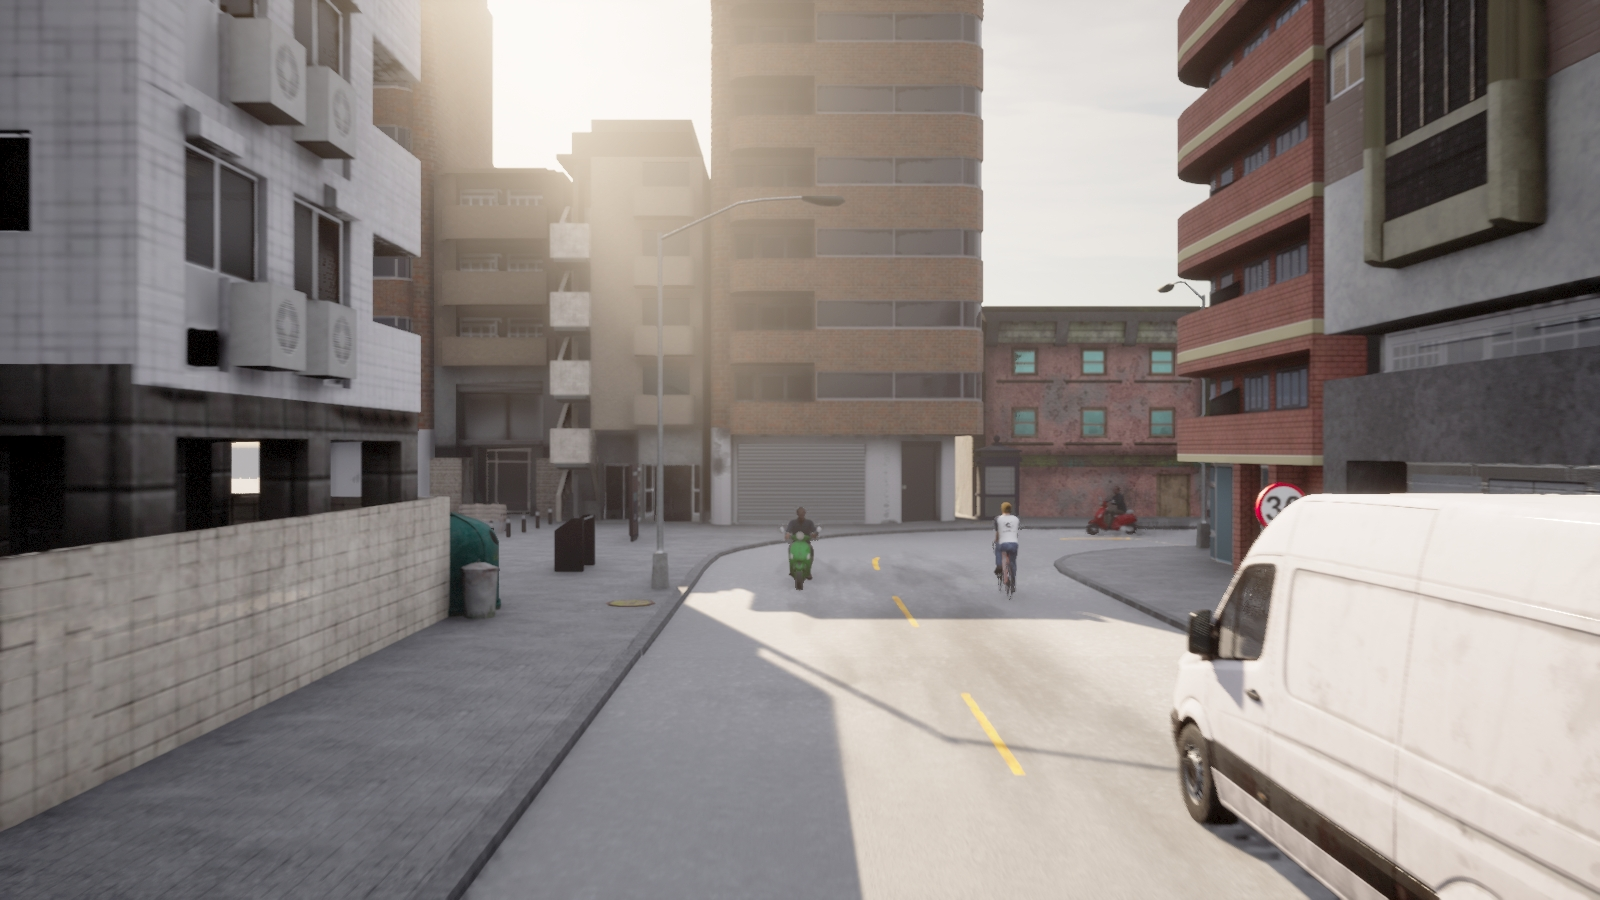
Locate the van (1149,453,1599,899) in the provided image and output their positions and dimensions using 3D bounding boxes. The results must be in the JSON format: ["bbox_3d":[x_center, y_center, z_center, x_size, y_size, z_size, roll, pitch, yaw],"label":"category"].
[{"bbox_3d":[3.952,1.310,6.691,1.988,2.561,5.915,0,0,0],"label":"van"}]

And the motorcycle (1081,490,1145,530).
[{"bbox_3d":[10.195,1.943,37.210,1.805,1.236,0.856,0,2,-11],"label":"motorcycle"}]

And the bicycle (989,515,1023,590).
[{"bbox_3d":[3.904,1.924,21.698,0.373,1.296,1.643,0,-1,1],"label":"bicycle"}]

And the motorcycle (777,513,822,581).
[{"bbox_3d":[0.003,1.949,23.347,0.856,1.236,1.805,0,0,2],"label":"motorcycle"}]
